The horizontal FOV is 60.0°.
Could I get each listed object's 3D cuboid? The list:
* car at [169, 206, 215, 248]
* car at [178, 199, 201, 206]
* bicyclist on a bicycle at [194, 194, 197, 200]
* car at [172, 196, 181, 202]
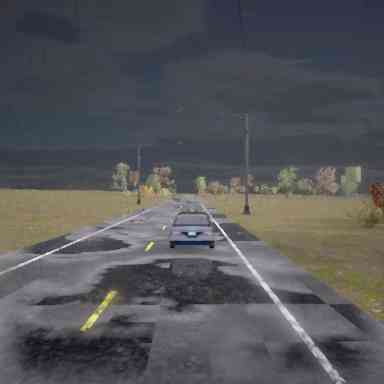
[{"bbox_3d":[0.000,1.565,14.650,2.033,1.411,5.357,0,0,0],"label":"car"},{"bbox_3d":[0.000,1.565,29.651,2.033,1.411,5.357,0,0,0],"label":"car"},{"bbox_3d":[0.962,1.356,89.845,0.659,1.776,1.843,0,0,0],"label":"bicyclist on a bicycle"},{"bbox_3d":[-3.500,1.537,76.753,1.994,1.385,4.181,0,0,0],"label":"car"}]
